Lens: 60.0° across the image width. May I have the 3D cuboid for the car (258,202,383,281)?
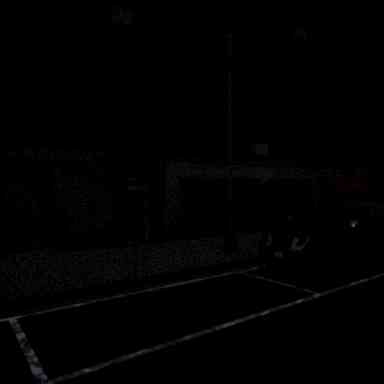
[{"bbox_3d":[4.224,1.241,9.861,5.009,1.841,2.192,-1,0,-36],"label":"car"}]
